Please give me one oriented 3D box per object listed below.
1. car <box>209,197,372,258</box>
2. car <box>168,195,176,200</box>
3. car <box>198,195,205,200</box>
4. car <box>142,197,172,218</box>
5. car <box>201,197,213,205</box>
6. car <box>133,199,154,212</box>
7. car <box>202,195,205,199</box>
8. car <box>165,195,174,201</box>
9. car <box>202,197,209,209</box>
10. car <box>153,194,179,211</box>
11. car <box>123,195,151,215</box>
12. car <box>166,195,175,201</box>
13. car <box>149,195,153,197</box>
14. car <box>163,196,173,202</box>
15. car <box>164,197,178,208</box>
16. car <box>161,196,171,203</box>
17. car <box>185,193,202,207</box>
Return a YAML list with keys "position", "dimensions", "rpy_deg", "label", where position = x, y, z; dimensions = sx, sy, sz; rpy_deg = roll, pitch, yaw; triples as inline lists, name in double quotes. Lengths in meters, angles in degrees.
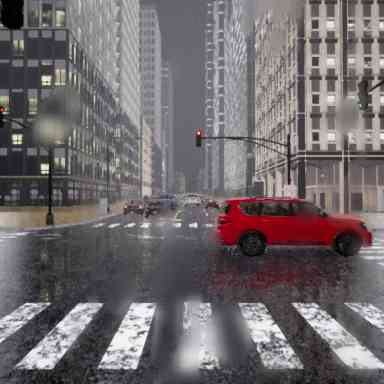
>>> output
- position: [3.586, 1.224, 12.418]
  dimensions: [5.566, 2.045, 2.150]
  rpy_deg: [0, 0, 0]
  label: "car"
- position: [-5.702, 1.605, 95.035]
  dimensions: [1.947, 1.339, 4.313]
  rpy_deg: [1, 0, 0]
  label: "car"
- position: [2.679, 1.584, 95.119]
  dimensions: [1.887, 1.381, 4.507]
  rpy_deg: [1, 0, 0]
  label: "car"
- position: [-3.108, 1.516, 30.391]
  dimensions: [1.837, 1.490, 4.892]
  rpy_deg: [0, 0, 0]
  label: "car"
- position: [2.687, 1.590, 61.656]
  dimensions: [1.947, 1.339, 4.313]
  rpy_deg: [1, 0, 0]
  label: "car"
- position: [-5.688, 1.597, 39.284]
  dimensions: [1.802, 1.307, 4.206]
  rpy_deg: [1, 0, 0]
  label: "car"
- position: [2.690, 1.547, 56.249]
  dimensions: [1.752, 1.417, 4.829]
  rpy_deg: [1, 0, 0]
  label: "car"
- position: [-5.698, 1.578, 83.885]
  dimensions: [1.887, 1.381, 4.507]
  rpy_deg: [1, 0, 0]
  label: "car"
- position: [2.691, 1.599, 44.923]
  dimensions: [1.802, 1.307, 4.206]
  rpy_deg: [1, 0, 0]
  label: "car"
- position: [-3.106, 1.237, 40.418]
  dimensions: [2.150, 2.045, 5.566]
  rpy_deg: [0, 0, 0]
  label: "car"
- position: [-5.683, 1.453, 33.709]
  dimensions: [1.967, 1.590, 4.097]
  rpy_deg: [1, 0, 0]
  label: "car"
- position: [-5.700, 1.587, 89.460]
  dimensions: [2.008, 1.369, 4.403]
  rpy_deg: [1, 0, 0]
  label: "car"
- position: [-5.683, 1.332, 44.859]
  dimensions: [2.192, 1.841, 5.009]
  rpy_deg: [1, 0, 0]
  label: "car"
- position: [-5.697, 1.582, 78.310]
  dimensions: [2.008, 1.369, 4.403]
  rpy_deg: [1, 0, 0]
  label: "car"
- position: [-3.101, 1.524, 50.827]
  dimensions: [1.837, 1.490, 4.892]
  rpy_deg: [0, 0, 0]
  label: "car"
- position: [-5.695, 1.573, 72.735]
  dimensions: [1.887, 1.381, 4.507]
  rpy_deg: [1, 0, 0]
  label: "car"
- position: [0.087, 1.242, 51.690]
  dimensions: [2.150, 2.045, 5.566]
  rpy_deg: [0, 0, 0]
  label: "car"
